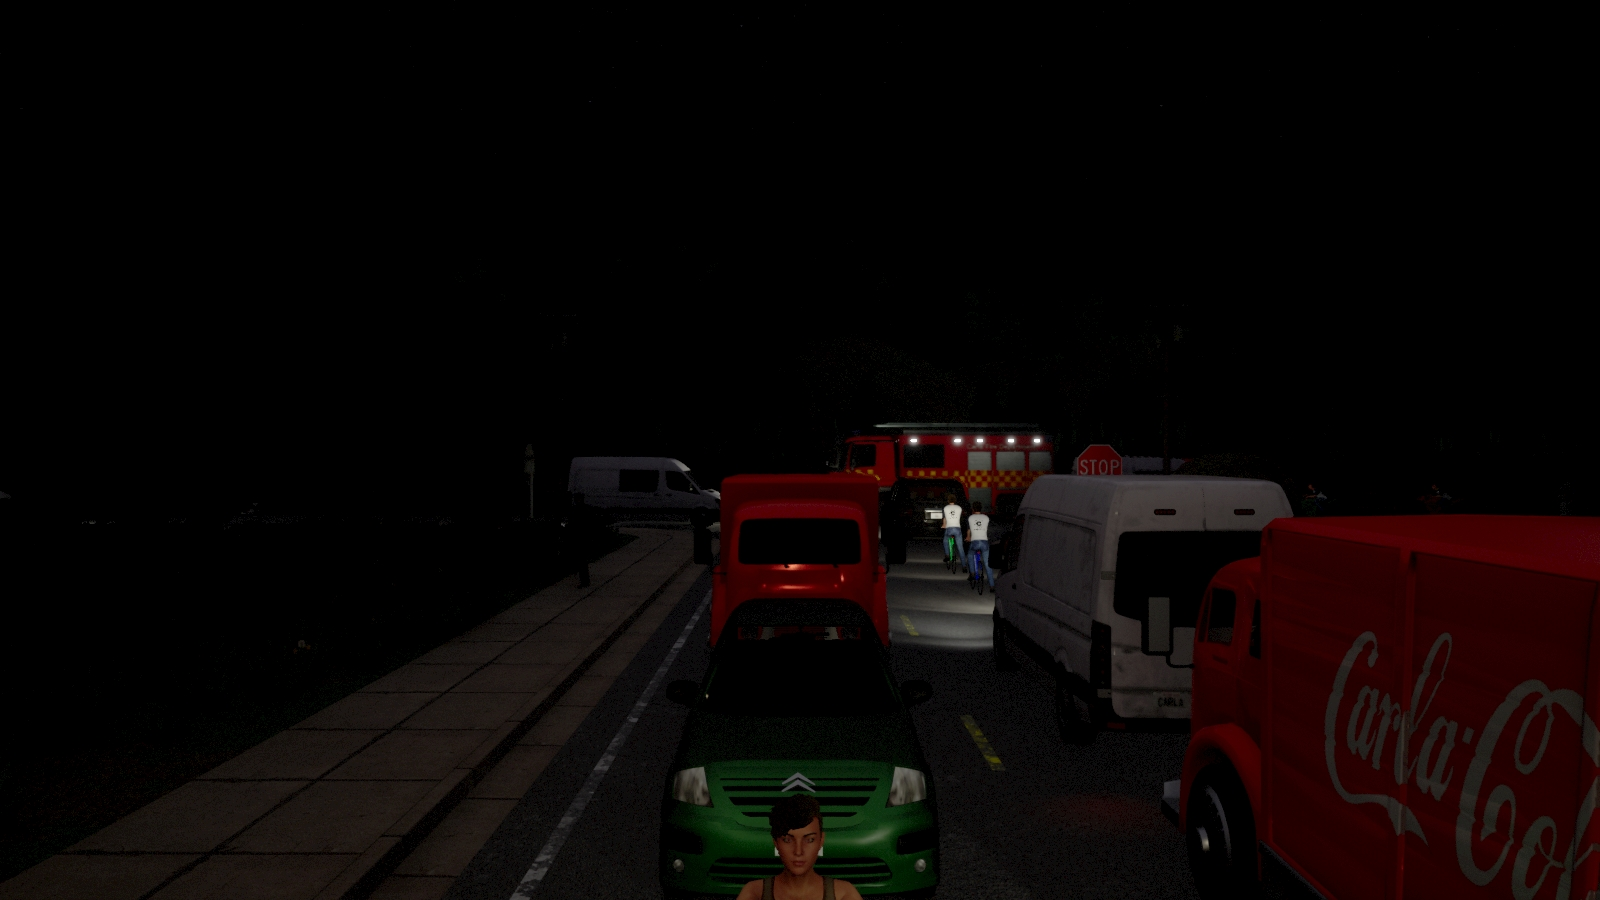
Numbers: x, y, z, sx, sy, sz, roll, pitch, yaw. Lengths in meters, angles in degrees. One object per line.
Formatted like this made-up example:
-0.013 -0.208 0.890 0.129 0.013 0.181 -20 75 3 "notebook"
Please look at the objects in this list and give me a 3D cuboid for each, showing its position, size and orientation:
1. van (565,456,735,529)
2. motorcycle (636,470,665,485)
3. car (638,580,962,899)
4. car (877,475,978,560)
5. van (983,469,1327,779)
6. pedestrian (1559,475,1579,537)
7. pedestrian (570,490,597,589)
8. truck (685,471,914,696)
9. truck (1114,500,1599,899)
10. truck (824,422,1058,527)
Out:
-5.417 1.527 41.740 5.915 2.561 1.988 0 0 3 "van"
-12.065 2.224 92.366 2.209 1.251 0.867 0 0 3 "motorcycle"
-0.002 2.006 8.512 1.851 1.617 3.988 0 0 0 "car"
3.475 1.799 32.193 2.150 2.045 5.566 0 0 -1 "car"
3.517 1.543 12.749 1.988 2.561 5.915 0 0 0 "van"
23.397 1.685 34.768 0.375 1.860 0.375 0 0 -21 "pedestrian"
-4.134 1.708 21.846 0.375 1.860 0.375 0 0 14 "pedestrian"
-0.013 1.577 15.684 2.627 2.467 5.204 0 0 0 "truck"
3.501 1.569 5.333 2.627 2.467 5.204 0 0 0 "truck"
5.322 0.889 43.847 8.468 3.827 2.891 0 0 -8 "truck"
